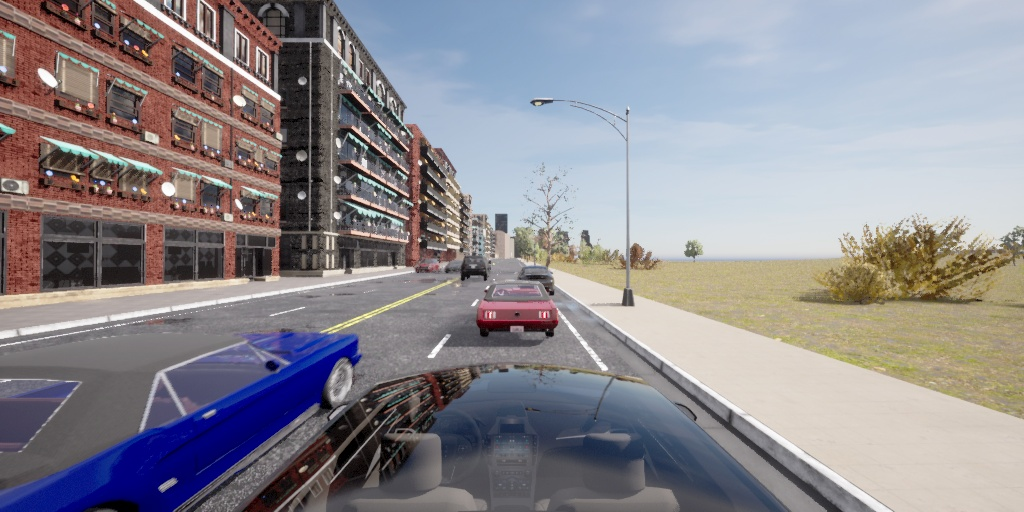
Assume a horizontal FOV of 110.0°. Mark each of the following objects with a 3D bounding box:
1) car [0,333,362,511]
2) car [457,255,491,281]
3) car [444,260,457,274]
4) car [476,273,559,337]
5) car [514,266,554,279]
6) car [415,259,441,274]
[{"bbox_3d":[-3.150,1.351,3.184,1.895,1.301,4.718,0,0,0],"label":"car"},{"bbox_3d":[-3.029,0.973,30.595,2.150,2.045,5.566,0,0,0],"label":"car"},{"bbox_3d":[-6.445,1.256,40.781,1.837,1.490,4.892,0,0,0],"label":"car"},{"bbox_3d":[0.132,1.352,10.254,1.895,1.301,4.718,0,0,0],"label":"car"},{"bbox_3d":[1.207,1.257,19.455,1.837,1.490,4.892,0,0,0],"label":"car"},{"bbox_3d":[-9.691,1.103,41.457,2.097,1.767,4.553,0,0,0],"label":"car"}]
